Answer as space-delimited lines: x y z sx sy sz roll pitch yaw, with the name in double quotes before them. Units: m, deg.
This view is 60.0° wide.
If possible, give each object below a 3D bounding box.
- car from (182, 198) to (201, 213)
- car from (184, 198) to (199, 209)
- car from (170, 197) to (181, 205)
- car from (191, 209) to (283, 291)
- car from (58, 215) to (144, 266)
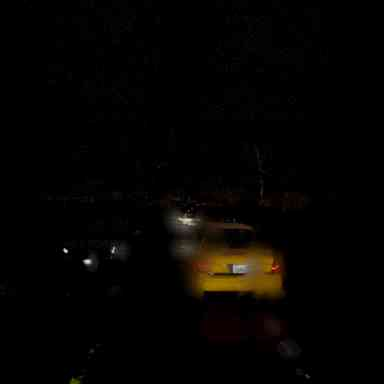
"car" -0.002 1.517 37.440 1.812 1.442 4.674 0 0 0
"car" -0.073 1.554 46.331 1.994 1.385 4.181 0 0 1
"car" -2.872 1.588 57.869 1.895 1.301 4.718 0 0 0
"car" 0.944 1.453 8.944 1.801 1.575 5.366 0 0 0
"car" -2.875 1.545 11.860 2.033 1.411 5.357 0 0 0
